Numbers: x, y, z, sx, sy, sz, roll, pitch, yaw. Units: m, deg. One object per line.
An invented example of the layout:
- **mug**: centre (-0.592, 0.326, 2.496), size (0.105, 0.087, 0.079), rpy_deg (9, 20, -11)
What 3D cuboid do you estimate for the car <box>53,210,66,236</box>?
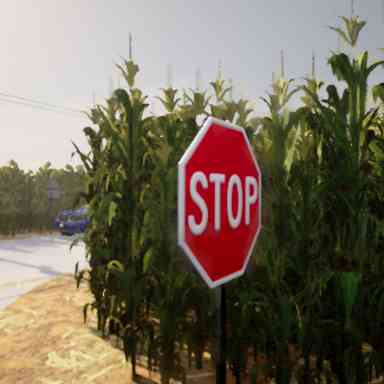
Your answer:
- **car**: centre (-4.341, 1.190, 17.407), size (2.150, 2.045, 5.566), rpy_deg (0, 0, 36)
